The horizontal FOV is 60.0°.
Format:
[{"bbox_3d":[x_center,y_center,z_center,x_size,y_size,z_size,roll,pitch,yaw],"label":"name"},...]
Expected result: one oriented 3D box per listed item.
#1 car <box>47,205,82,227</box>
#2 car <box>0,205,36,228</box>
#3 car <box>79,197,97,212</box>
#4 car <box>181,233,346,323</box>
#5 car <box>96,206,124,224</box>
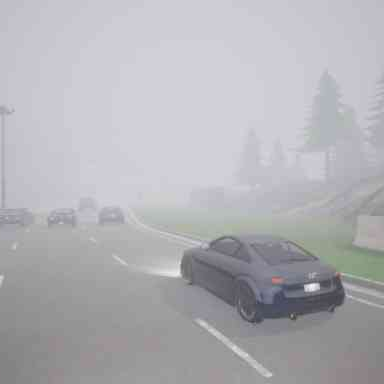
[{"bbox_3d":[-9.836,1.922,25.686,1.895,1.301,4.718,-1,0,-16],"label":"car"},{"bbox_3d":[-13.476,1.912,25.646,2.033,1.411,5.357,-1,0,-15],"label":"car"},{"bbox_3d":[-15.002,1.782,48.103,2.150,2.045,5.566,-1,0,-11],"label":"car"},{"bbox_3d":[1.254,1.610,7.480,1.994,1.385,4.181,0,-1,-23],"label":"car"},{"bbox_3d":[-6.749,1.866,27.853,1.994,1.385,4.181,-1,0,-15],"label":"car"}]
